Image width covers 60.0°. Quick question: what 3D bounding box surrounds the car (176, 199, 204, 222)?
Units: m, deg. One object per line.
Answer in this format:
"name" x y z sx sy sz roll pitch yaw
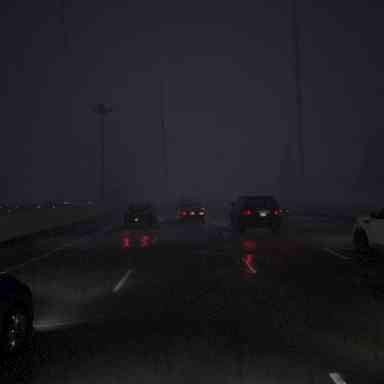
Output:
"car" -0.020 1.551 25.957 2.033 1.411 5.357 0 0 -1

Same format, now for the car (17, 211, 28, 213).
"car" -18.167 1.609 34.922 1.895 1.301 4.718 0 0 -4

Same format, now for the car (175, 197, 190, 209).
"car" -1.072 1.359 42.050 2.097 1.767 4.553 0 0 -5

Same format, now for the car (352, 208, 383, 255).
"car" 7.094 1.222 10.173 2.150 2.045 5.566 0 0 0

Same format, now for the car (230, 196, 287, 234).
"car" 3.577 1.224 19.506 2.150 2.045 5.566 0 0 0

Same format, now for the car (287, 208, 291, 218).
"car" 6.898 1.551 28.819 2.033 1.411 5.357 0 0 -2

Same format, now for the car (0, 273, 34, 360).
"car" -3.400 1.353 3.103 2.097 1.767 4.553 0 0 0

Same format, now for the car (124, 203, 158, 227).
"car" -3.463 1.496 23.026 2.128 1.511 4.902 0 0 -1

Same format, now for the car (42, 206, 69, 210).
"car" -14.682 1.609 35.241 1.895 1.301 4.718 0 0 -4
